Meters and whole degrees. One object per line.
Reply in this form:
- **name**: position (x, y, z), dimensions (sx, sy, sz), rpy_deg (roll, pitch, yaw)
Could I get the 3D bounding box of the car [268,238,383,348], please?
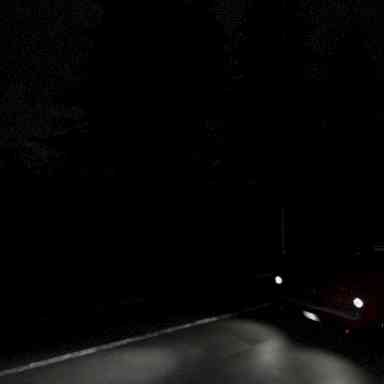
- **car**: position (3.701, 1.646, 6.436), dimensions (4.718, 1.301, 1.895), rpy_deg (0, 0, -34)
